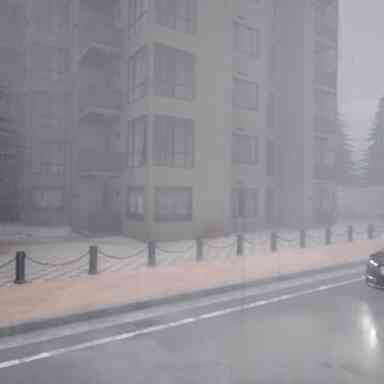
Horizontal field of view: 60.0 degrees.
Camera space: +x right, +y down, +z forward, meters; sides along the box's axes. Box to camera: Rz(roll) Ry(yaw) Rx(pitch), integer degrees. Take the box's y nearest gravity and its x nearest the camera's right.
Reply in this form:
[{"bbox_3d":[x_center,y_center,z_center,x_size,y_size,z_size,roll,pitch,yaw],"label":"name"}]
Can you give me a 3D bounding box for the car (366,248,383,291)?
[{"bbox_3d":[6.186,1.610,8.095,4.902,1.511,2.128,1,-1,-34],"label":"car"}]
